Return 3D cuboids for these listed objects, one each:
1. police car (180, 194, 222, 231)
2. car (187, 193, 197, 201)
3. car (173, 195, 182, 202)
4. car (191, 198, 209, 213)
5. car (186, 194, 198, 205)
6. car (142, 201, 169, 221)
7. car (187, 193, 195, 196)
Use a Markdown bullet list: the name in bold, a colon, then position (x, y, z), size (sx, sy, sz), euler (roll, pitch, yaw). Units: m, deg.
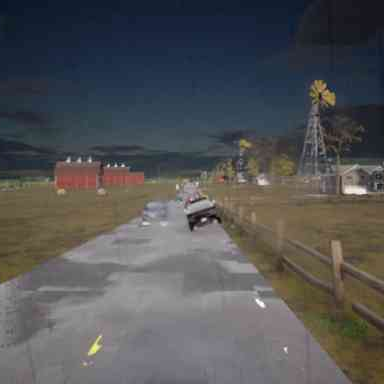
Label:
- **police car**: position (0.565, 1.180, 20.439), size (1.930, 1.638, 5.238), euler (-18, 3, 1)
- **car**: position (-0.011, 1.033, 71.792), size (2.128, 1.511, 4.902), euler (0, 1, 0)
- **car**: position (-2.761, 1.258, 67.694), size (2.033, 1.411, 5.357), euler (0, 1, 0)
- **car**: position (0.819, 1.442, 36.361), size (1.837, 1.490, 4.892), euler (0, 0, 0)
- **car**: position (-0.008, 1.208, 56.769), size (2.097, 1.767, 4.553), euler (0, 0, 0)
- **car**: position (-2.850, 1.486, 26.605), size (1.812, 1.442, 4.674), euler (0, 0, 0)
- **car**: position (0.746, 1.284, 30.320), size (2.097, 1.767, 4.553), euler (-1, 0, 0)
